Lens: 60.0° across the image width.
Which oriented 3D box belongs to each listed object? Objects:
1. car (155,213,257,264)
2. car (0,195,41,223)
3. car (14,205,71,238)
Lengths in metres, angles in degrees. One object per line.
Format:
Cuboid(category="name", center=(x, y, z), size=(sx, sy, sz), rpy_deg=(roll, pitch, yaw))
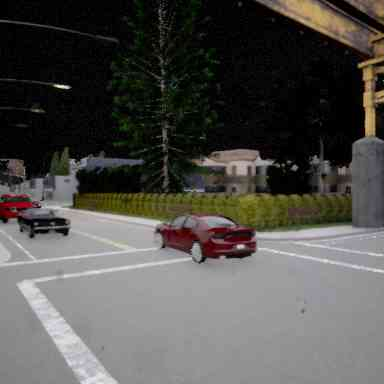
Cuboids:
Cuboid(category="car", center=(0.270, 1.496, 12.179), size=(1.882, 1.535, 5.008), rpy_deg=(1, 0, -29))
Cuboid(category="car", center=(-13.717, 1.232, 25.994), size=(2.150, 2.045, 5.566), rpy_deg=(0, 0, -35))
Cuboid(category="car", center=(-8.015, 1.611, 17.907), size=(1.895, 1.301, 4.718), rpy_deg=(0, 0, -35))
